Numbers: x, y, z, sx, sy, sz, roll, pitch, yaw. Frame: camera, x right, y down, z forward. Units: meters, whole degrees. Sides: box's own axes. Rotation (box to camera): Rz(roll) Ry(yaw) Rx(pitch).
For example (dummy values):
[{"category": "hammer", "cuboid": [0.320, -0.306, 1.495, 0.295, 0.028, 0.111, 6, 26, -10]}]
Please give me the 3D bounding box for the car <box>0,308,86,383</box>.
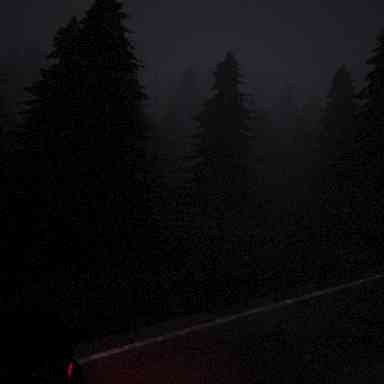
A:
[{"category": "car", "cuboid": [-2.984, 1.491, 1.458, 4.902, 1.511, 2.128, 0, 0, -36]}]
